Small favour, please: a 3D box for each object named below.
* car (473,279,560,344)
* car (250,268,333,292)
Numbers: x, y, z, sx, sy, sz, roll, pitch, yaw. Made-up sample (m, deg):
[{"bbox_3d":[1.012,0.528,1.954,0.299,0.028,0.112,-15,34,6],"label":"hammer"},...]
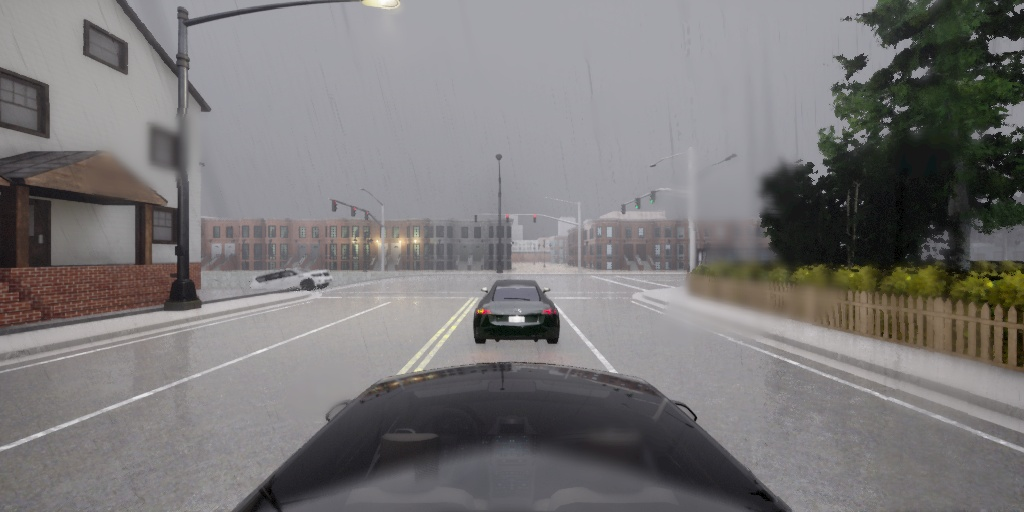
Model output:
[{"bbox_3d":[0.102,1.314,9.612,1.994,1.385,4.181,0,0,0],"label":"car"},{"bbox_3d":[-16.558,1.958,26.897,5.566,2.045,2.150,-13,1,0],"label":"car"}]
